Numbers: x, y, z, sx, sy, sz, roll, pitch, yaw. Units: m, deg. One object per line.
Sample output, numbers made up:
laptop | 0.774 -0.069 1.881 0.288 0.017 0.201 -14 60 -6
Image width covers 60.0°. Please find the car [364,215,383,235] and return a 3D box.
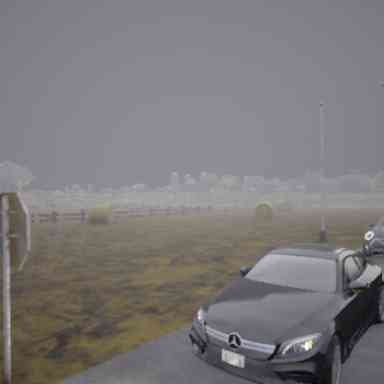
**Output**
car | 8.449 1.636 13.384 2.097 1.767 4.553 -1 -2 40

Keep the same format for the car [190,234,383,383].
car | 1.928 1.653 5.562 1.812 1.442 4.674 -1 -2 39
